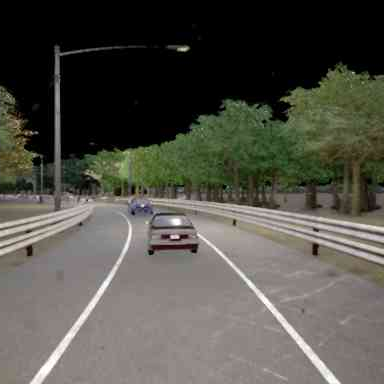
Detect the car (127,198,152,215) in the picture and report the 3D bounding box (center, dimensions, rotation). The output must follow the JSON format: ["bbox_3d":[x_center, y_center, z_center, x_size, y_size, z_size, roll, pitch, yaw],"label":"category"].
[{"bbox_3d":[-5.325,1.349,33.706,2.097,1.767,4.553,0,0,-17],"label":"car"}]

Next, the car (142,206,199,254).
[{"bbox_3d":[-0.884,1.535,13.522,2.033,1.411,5.357,0,0,-7],"label":"car"}]
